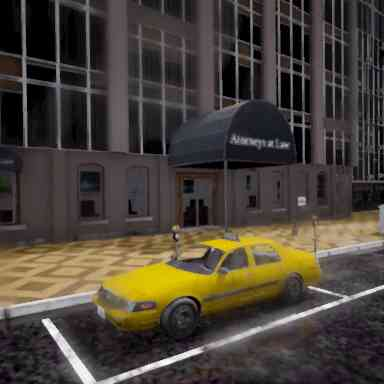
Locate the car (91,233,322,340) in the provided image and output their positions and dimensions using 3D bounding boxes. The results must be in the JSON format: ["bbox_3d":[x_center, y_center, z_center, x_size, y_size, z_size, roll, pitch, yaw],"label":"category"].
[{"bbox_3d":[0.563,1.523,6.513,4.829,1.417,1.752,0,-1,-35],"label":"car"}]
